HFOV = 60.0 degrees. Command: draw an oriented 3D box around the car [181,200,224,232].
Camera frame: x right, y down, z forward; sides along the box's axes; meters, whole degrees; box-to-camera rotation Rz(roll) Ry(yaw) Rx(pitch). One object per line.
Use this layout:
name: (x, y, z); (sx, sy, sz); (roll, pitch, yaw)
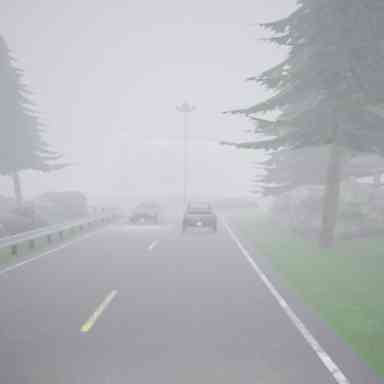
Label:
car: (0.428, 1.337, 18.832); (2.128, 1.511, 4.902); (0, 1, 1)

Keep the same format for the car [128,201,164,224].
car: (-3.061, 1.354, 23.495); (2.033, 1.411, 5.357); (0, 0, 1)

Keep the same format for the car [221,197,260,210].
car: (4.778, 1.251, 36.570); (5.357, 1.411, 2.033); (0, 0, -22)
